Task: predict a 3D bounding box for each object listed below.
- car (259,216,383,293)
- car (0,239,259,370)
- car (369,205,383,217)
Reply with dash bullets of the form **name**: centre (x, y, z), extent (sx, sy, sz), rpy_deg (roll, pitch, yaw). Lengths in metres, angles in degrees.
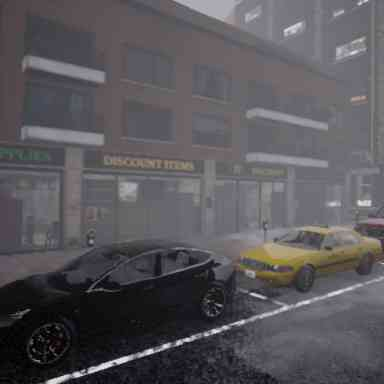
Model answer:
- **car**: centre (3.277, 1.516, 8.882), extent (4.829, 1.417, 1.752), rpy_deg (0, 1, -35)
- **car**: centre (-1.119, 1.563, 5.748), extent (4.313, 1.339, 1.947), rpy_deg (0, 1, -35)
- **car**: centre (7.953, 1.299, 12.211), extent (5.009, 1.841, 2.192), rpy_deg (0, 1, -35)
